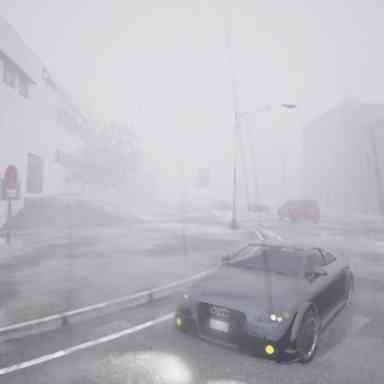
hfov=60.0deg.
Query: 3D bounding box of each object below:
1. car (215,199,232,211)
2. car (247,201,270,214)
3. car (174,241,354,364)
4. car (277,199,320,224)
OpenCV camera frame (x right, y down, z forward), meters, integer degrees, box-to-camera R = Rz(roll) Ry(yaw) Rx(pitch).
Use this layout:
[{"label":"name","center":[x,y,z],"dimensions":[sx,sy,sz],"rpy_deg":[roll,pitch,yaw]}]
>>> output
[{"label":"car","center":[4.438,1.787,47.798],"dimensions":[1.882,1.535,5.008],"rpy_deg":[1,1,-4]},{"label":"car","center":[8.519,1.947,42.934],"dimensions":[1.882,1.535,5.008],"rpy_deg":[1,1,-4]},{"label":"car","center":[1.563,1.639,6.087],"dimensions":[1.994,1.385,4.181],"rpy_deg":[0,-1,37]},{"label":"car","center":[9.513,1.674,29.945],"dimensions":[2.150,2.045,5.566],"rpy_deg":[1,0,-4]}]
